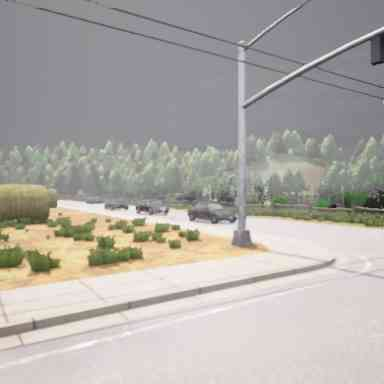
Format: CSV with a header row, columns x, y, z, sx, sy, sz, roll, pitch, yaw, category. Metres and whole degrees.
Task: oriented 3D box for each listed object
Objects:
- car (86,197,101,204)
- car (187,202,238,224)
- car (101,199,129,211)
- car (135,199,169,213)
x,y,z,sx,sy,sz,roll,pitch,yaw,category
-18.135,1.553,61.679,1.994,1.385,4.181,0,0,-33,car
1.394,1.518,24.741,1.812,1.442,4.674,0,0,-33,car
-9.403,1.551,41.409,1.994,1.385,4.181,0,0,-33,car
-3.999,1.481,33.036,2.128,1.511,4.902,0,0,-33,car
